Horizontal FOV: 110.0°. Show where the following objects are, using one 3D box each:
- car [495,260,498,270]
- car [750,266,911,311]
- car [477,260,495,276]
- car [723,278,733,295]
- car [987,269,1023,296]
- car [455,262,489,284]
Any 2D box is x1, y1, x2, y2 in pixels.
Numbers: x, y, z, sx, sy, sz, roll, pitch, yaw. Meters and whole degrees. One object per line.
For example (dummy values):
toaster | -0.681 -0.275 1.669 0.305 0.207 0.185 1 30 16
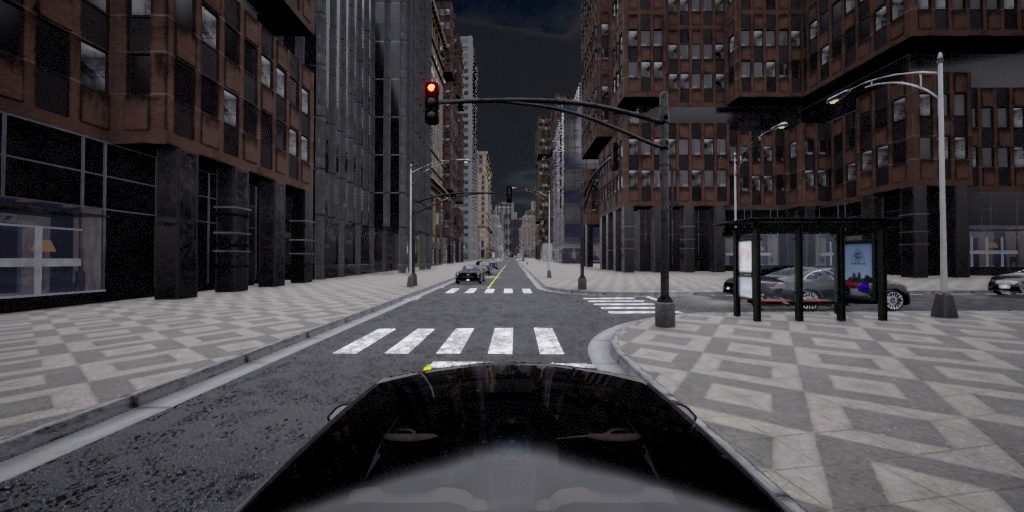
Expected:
car | -3.012 1.311 52.452 2.033 1.411 5.357 0 0 0
car | 11.518 1.145 13.103 4.902 1.511 2.128 0 -1 0
car | -3.052 1.263 37.558 1.837 1.490 4.892 0 0 0
car | 12.206 1.195 16.174 4.892 1.490 1.837 0 -1 2
car | 24.705 1.105 16.196 4.902 1.511 2.128 0 -1 0
car | -3.067 1.357 27.181 1.895 1.301 4.718 0 0 0
